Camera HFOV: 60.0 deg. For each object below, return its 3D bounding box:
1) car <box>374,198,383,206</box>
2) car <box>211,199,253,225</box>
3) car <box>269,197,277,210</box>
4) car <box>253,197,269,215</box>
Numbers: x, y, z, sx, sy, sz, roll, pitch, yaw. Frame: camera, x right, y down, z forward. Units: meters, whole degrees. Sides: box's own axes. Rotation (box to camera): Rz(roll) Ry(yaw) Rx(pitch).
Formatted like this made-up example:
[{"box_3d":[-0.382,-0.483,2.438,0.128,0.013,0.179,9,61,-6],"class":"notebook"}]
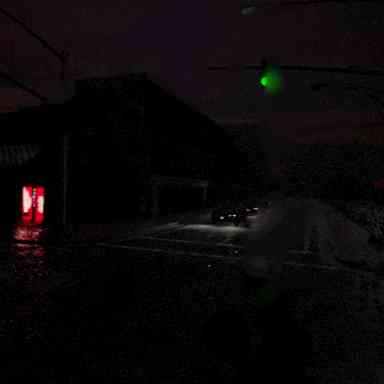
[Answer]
[{"box_3d":[33.768,1.797,57.722,3.633,1.501,1.845,2,1,20],"class":"car"},{"box_3d":[2.793,1.441,23.910,1.837,1.490,4.892,2,1,20],"class":"car"},{"box_3d":[9.736,1.404,42.713,1.882,1.535,5.008,2,1,20],"class":"car"},{"box_3d":[6.104,1.436,32.939,1.837,1.490,4.892,2,1,20],"class":"car"}]
